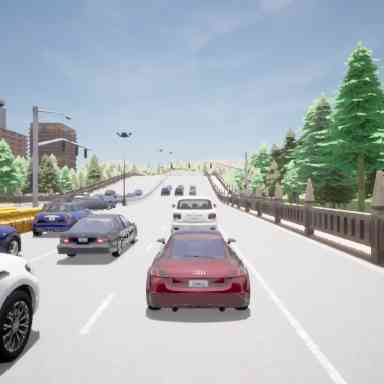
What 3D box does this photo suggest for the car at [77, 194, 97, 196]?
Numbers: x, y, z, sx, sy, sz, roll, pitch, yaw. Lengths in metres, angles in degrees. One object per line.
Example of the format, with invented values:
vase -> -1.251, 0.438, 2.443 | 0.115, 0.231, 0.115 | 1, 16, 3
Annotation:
car -> -17.505, 1.484, 57.110 | 2.128, 1.511, 4.902 | 0, 0, 1

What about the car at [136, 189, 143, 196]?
car -> -13.839, 0.049, 85.362 | 1.882, 1.535, 5.008 | 0, 6, 0

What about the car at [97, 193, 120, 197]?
car -> -14.016, 1.471, 56.054 | 1.882, 1.535, 5.008 | 0, 0, 0

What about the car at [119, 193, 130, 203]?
car -> -13.963, 1.448, 65.362 | 1.812, 1.442, 4.674 | 0, 1, 0

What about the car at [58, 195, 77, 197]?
car -> -21.081, 1.351, 54.206 | 2.097, 1.767, 4.553 | 0, 0, 2

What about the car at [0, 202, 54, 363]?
car -> -3.396, 1.221, 2.721 | 2.150, 2.045, 5.566 | 0, 0, 0

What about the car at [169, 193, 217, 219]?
car -> 0.115, 1.222, 17.210 | 2.150, 2.045, 5.566 | 0, 0, 0

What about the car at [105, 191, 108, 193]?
car -> -20.914, 1.101, 73.879 | 2.033, 1.411, 5.357 | 0, 3, 0

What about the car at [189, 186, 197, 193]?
car -> 0.168, -0.022, 86.368 | 2.128, 1.511, 4.902 | 0, 7, 0

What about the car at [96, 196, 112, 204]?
car -> -17.444, 1.499, 66.244 | 1.895, 1.301, 4.718 | 0, 2, 0

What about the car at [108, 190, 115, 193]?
car -> -17.398, 1.002, 76.188 | 1.895, 1.301, 4.718 | 0, 3, 0

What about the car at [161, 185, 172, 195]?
car -> -6.831, -0.331, 86.533 | 2.150, 2.045, 5.566 | 0, 7, 0

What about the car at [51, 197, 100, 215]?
car -> -6.935, 1.352, 18.492 | 2.097, 1.767, 4.553 | 0, 0, -1

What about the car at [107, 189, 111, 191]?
car -> -20.846, 0.179, 84.219 | 1.882, 1.535, 5.008 | 0, 6, 0

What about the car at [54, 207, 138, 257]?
car -> -3.394, 1.547, 12.912 | 2.033, 1.411, 5.357 | 0, 0, 0

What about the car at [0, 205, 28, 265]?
car -> -6.892, 1.352, 9.562 | 2.097, 1.767, 4.553 | 0, 0, 0

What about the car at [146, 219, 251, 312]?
car -> 0.109, 1.564, 7.803 | 1.994, 1.385, 4.181 | 0, 0, 0

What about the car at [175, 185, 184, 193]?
car -> -3.334, -0.282, 85.970 | 2.150, 2.045, 5.566 | 0, 7, 0

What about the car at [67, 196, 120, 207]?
car -> -11.808, 1.547, 39.694 | 5.357, 1.411, 2.033 | 0, 0, -39

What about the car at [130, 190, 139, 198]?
car -> -13.905, 0.943, 75.236 | 1.882, 1.535, 5.008 | 0, 3, 0
